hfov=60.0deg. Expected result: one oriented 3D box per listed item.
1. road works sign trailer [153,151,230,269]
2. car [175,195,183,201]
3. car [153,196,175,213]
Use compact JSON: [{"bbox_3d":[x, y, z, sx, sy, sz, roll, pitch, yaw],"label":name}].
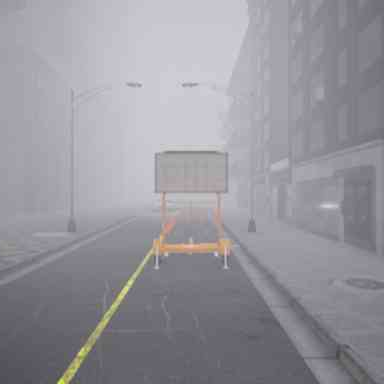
[{"bbox_3d":[-0.019,0.439,11.035,2.380,3.560,2.880,0,0,0],"label":"road works sign trailer"},{"bbox_3d":[-3.113,1.404,77.435,2.033,1.411,5.357,0,0,0],"label":"car"},{"bbox_3d":[-3.153,1.463,36.809,1.812,1.442,4.674,0,0,0],"label":"car"}]
